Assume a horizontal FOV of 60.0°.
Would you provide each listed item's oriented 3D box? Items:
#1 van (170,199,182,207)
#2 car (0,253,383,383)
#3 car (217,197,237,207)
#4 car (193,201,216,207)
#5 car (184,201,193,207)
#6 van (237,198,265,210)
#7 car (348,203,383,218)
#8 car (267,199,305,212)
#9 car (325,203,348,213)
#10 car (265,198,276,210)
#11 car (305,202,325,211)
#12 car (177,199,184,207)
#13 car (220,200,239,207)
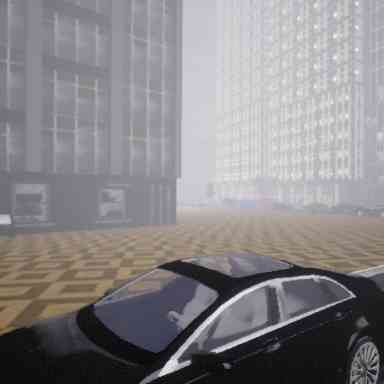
[{"bbox_3d":[-4.240,2.775,85.308,1.690,1.788,3.998,-1,-1,-24],"label":"van"},{"bbox_3d":[0.186,1.499,3.467,4.902,1.511,2.128,0,0,-35],"label":"car"},{"bbox_3d":[7.757,1.948,65.195,2.150,2.045,5.566,0,-1,-24],"label":"car"},{"bbox_3d":[2.673,2.657,69.913,2.008,1.369,4.403,-1,-1,-24],"label":"car"},{"bbox_3d":[0.438,2.737,74.890,1.752,1.417,4.829,-1,-1,-24],"label":"car"},{"bbox_3d":[9.579,2.128,54.524,1.690,1.788,3.998,-1,-1,-24],"label":"van"},{"bbox_3d":[18.795,1.925,33.996,2.008,1.369,4.403,-1,-1,-24],"label":"car"},{"bbox_3d":[14.208,2.198,50.604,2.128,1.511,4.902,0,-1,-24],"label":"car"},{"bbox_3d":[21.834,2.210,47.689,1.947,1.339,4.313,-1,-1,-24],"label":"car"},{"bbox_3d":[13.206,2.124,60.406,2.150,2.045,5.566,0,-2,-24],"label":"car"},{"bbox_3d":[19.531,2.314,52.820,1.947,1.339,4.313,-1,-1,-24],"label":"car"},{"bbox_3d":[-1.934,2.869,80.175,1.887,1.381,4.507,-1,-1,-24],"label":"car"},{"bbox_3d":[8.092,2.473,71.766,1.837,1.490,4.892,0,-1,-24],"label":"car"}]
